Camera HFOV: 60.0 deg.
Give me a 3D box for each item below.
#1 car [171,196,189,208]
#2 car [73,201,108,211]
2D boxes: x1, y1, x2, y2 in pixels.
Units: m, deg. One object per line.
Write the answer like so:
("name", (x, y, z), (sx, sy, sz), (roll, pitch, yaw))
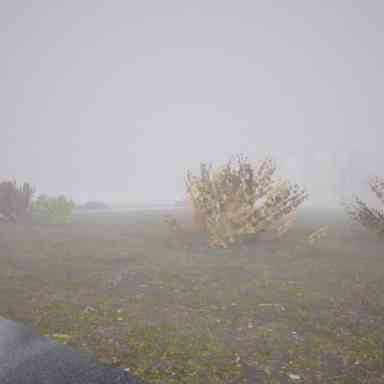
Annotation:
("car", (-0.977, 2.010, 60.423), (1.882, 1.535, 5.008), (-1, -1, 36))
("car", (-14.567, 1.941, 47.728), (2.033, 1.411, 5.357), (-1, -1, 36))
